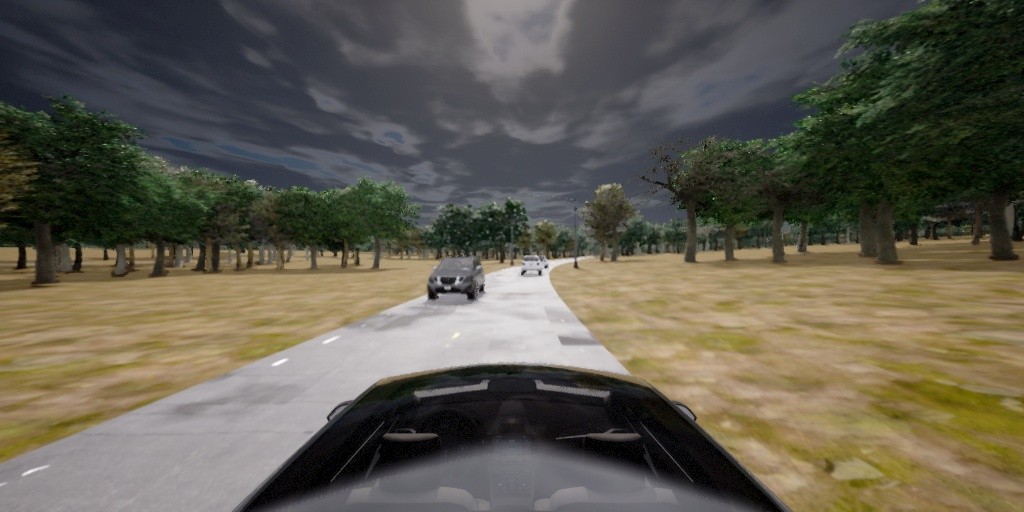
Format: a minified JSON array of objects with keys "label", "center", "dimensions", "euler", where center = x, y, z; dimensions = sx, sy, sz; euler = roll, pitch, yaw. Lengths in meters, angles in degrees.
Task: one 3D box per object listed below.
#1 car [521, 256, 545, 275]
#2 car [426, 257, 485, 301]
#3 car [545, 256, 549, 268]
[{"label":"car","center":[2.279,1.005,40.511],"dimensions":[2.150,2.045,5.566],"euler":[0,0,6]},{"label":"car","center":[-2.685,1.052,18.464],"dimensions":[2.150,2.045,5.566],"euler":[0,0,3]},{"label":"car","center":[4.799,0.943,58.777],"dimensions":[2.150,2.045,5.566],"euler":[0,1,10]}]
